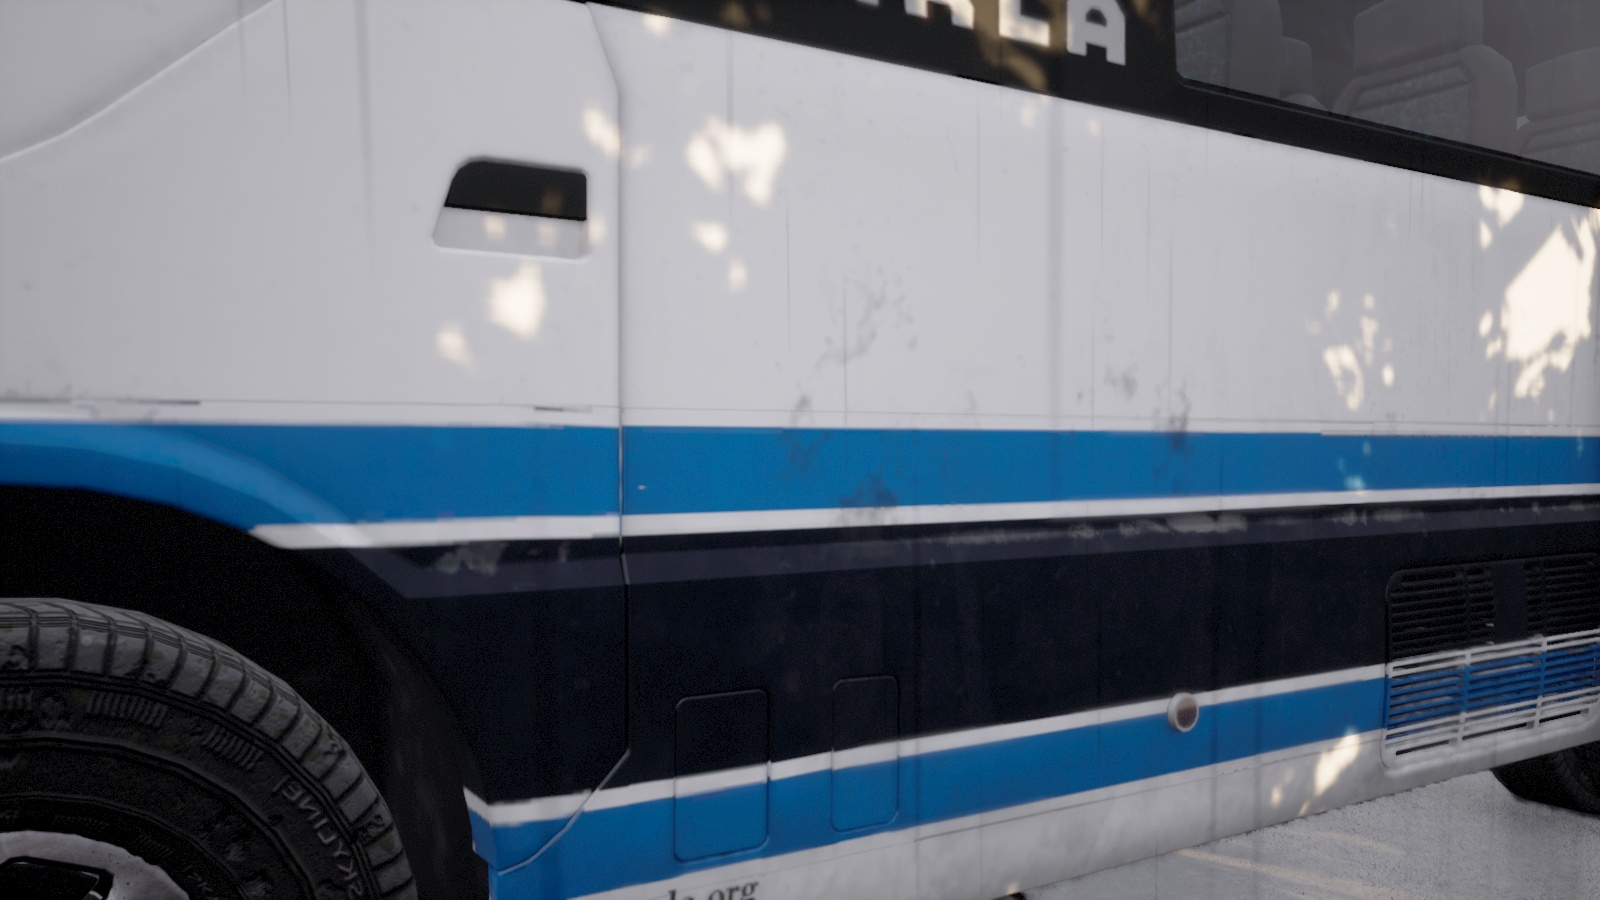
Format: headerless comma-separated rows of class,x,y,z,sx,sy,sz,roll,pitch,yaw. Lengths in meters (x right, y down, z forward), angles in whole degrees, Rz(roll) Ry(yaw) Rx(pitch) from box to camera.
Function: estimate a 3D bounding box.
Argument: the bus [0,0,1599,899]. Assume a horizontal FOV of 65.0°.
bus,0.589,-0.621,4.641,10.273,4.253,3.944,0,0,-33
